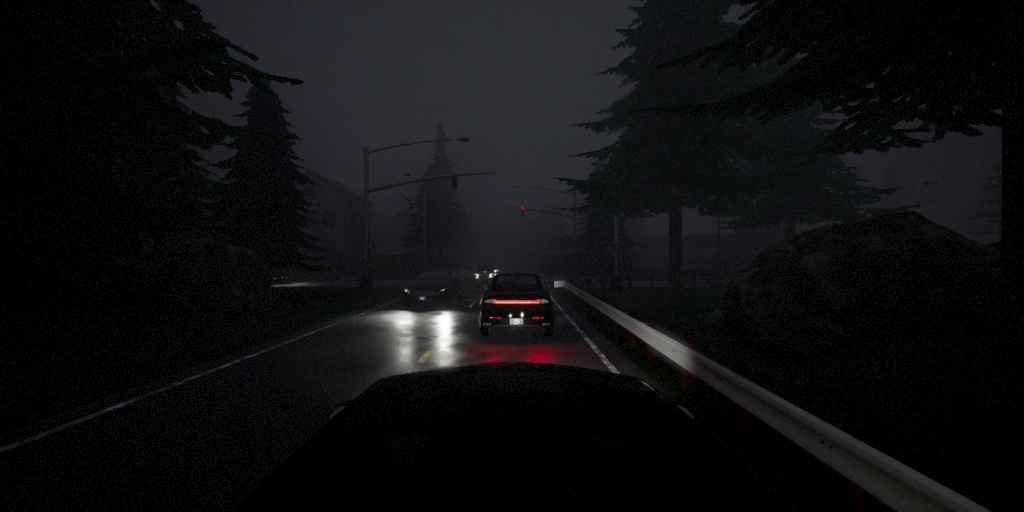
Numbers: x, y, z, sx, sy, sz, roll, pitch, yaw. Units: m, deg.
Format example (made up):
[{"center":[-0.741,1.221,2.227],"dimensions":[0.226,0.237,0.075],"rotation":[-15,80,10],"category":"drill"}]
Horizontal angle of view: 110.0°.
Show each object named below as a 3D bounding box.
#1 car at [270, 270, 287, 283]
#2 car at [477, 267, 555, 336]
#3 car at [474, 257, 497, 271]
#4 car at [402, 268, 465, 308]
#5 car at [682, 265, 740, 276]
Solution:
[{"center":[-18.602,1.238,25.329],"dimensions":[4.892,1.490,1.837],"rotation":[0,0,1],"category":"car"},{"center":[0.134,1.242,10.395],"dimensions":[2.128,1.511,4.902],"rotation":[0,0,1],"category":"car"},{"center":[-3.224,1.227,44.079],"dimensions":[1.882,1.535,5.008],"rotation":[0,0,1],"category":"car"},{"center":[-3.200,1.276,15.449],"dimensions":[1.812,1.442,4.674],"rotation":[0,0,2],"category":"car"},{"center":[15.550,1.336,28.461],"dimensions":[4.718,1.301,1.895],"rotation":[0,0,1],"category":"car"}]
